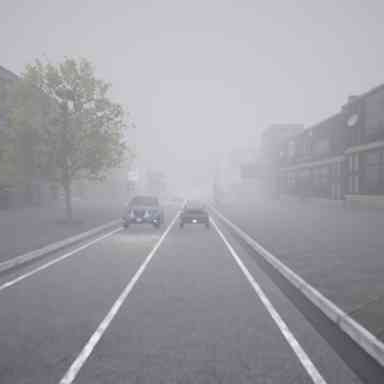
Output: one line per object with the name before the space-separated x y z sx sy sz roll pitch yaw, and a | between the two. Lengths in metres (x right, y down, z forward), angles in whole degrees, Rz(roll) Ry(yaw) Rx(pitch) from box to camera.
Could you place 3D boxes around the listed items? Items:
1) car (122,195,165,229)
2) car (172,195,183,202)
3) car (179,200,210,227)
car | -3.033 1.237 21.875 2.150 2.045 5.566 0 0 0
car | -2.818 1.291 64.180 1.994 1.385 4.181 0 1 1
car | 0.169 1.520 22.666 1.837 1.490 4.892 0 0 0
